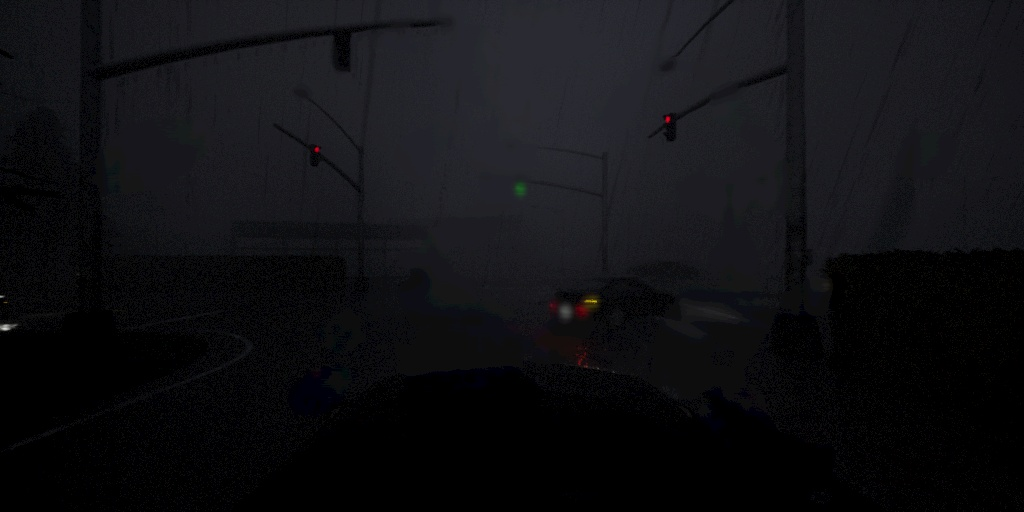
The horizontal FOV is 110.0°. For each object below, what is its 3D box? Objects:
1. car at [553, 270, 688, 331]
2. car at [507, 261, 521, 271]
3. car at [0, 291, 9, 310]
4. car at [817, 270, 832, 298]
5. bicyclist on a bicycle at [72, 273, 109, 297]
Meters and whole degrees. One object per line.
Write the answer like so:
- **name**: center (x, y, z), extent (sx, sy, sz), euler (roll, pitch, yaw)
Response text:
- **car**: center (3.308, 1.322, 11.128), extent (4.674, 1.442, 1.812), euler (0, -1, -37)
- **car**: center (0.311, 1.494, 56.582), extent (1.882, 1.535, 5.008), euler (0, 0, 0)
- **car**: center (-19.656, 1.299, 11.650), extent (4.892, 1.490, 1.837), euler (0, 0, 0)
- **car**: center (16.560, 1.423, 15.744), extent (4.718, 1.301, 1.895), euler (0, 0, -1)
- **bicyclist on a bicycle**: center (-21.921, 1.281, 18.687), extent (0.582, 1.620, 1.656), euler (0, 0, -1)
